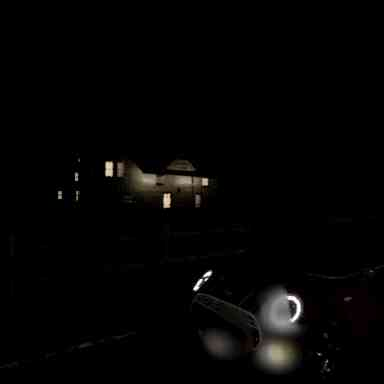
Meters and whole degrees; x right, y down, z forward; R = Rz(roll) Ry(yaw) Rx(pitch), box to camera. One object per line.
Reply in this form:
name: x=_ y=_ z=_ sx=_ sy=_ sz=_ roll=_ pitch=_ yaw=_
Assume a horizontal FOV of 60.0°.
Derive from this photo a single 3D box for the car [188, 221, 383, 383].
car: x=2.158 y=1.366 z=5.536 sx=4.553 sy=1.767 sz=2.097 roll=0 pitch=0 yaw=-35
